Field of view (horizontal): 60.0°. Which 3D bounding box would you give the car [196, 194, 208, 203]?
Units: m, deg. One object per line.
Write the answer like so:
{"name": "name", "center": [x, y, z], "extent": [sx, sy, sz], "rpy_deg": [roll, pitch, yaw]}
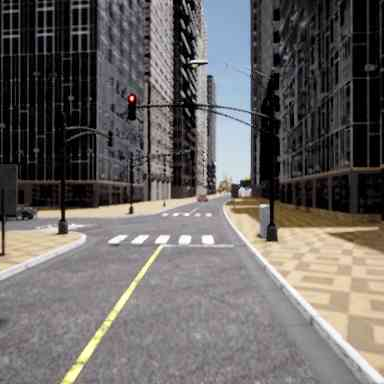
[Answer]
{"name": "car", "center": [2.164, 1.277, 69.926], "extent": [2.097, 1.767, 4.553], "rpy_deg": [0, 0, 8]}

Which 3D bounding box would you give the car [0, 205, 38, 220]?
{"name": "car", "center": [-16.338, 1.851, 30.386], "extent": [4.403, 1.369, 2.008], "rpy_deg": [-1, 1, 10]}
